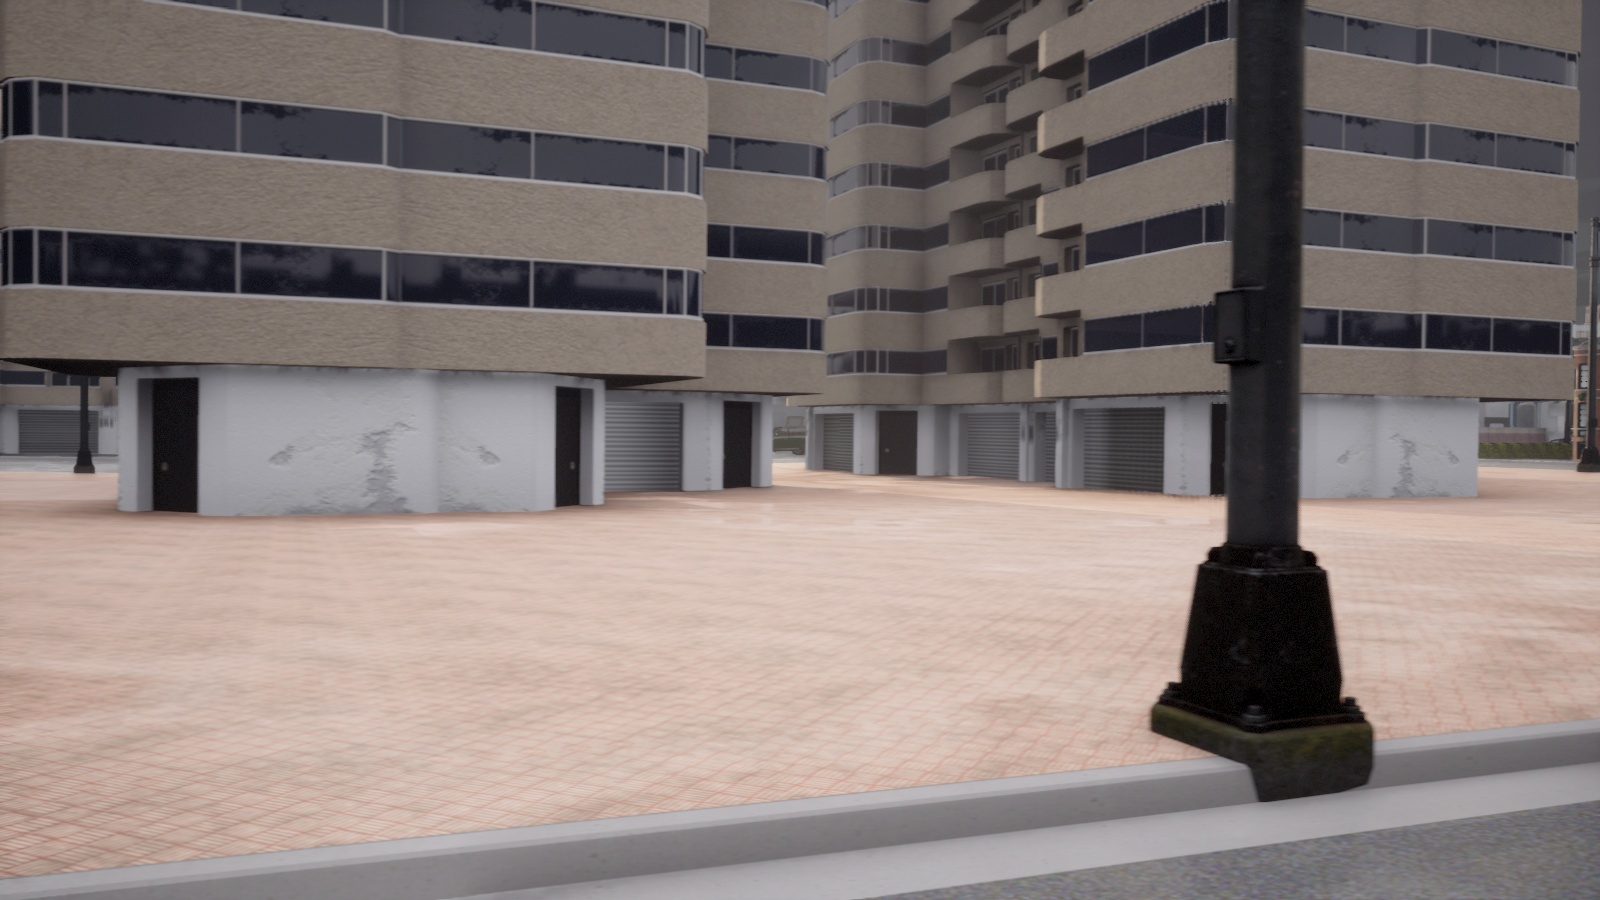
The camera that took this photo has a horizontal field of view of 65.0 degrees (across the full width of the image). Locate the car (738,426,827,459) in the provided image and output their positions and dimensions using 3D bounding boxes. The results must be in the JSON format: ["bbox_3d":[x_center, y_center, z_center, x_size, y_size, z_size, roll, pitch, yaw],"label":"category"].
[{"bbox_3d":[-1.200,-0.542,84.980,5.566,2.045,2.150,-2,2,-22],"label":"car"}]
